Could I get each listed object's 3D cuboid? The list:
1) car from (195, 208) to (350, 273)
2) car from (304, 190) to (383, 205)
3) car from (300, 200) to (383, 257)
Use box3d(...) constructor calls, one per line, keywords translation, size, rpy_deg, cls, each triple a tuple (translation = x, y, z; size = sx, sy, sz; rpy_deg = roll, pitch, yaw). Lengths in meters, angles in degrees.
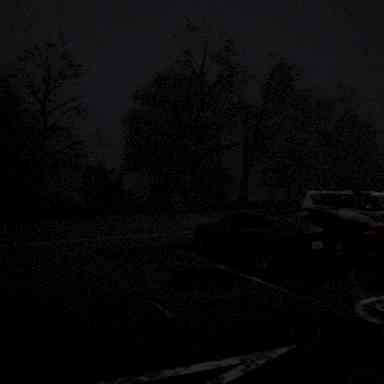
box3d(translation=(1.897, 1.293, 10.169), size=(2.163, 1.488, 4.792), rpy_deg=(0, 2, -30), cls="car")
box3d(translation=(6.739, 0.974, 12.882), size=(2.435, 2.045, 5.566), rpy_deg=(0, 2, -30), cls="car")
box3d(translation=(4.321, 1.244, 11.524), size=(2.097, 1.535, 5.008), rpy_deg=(0, 2, -30), cls="car")
